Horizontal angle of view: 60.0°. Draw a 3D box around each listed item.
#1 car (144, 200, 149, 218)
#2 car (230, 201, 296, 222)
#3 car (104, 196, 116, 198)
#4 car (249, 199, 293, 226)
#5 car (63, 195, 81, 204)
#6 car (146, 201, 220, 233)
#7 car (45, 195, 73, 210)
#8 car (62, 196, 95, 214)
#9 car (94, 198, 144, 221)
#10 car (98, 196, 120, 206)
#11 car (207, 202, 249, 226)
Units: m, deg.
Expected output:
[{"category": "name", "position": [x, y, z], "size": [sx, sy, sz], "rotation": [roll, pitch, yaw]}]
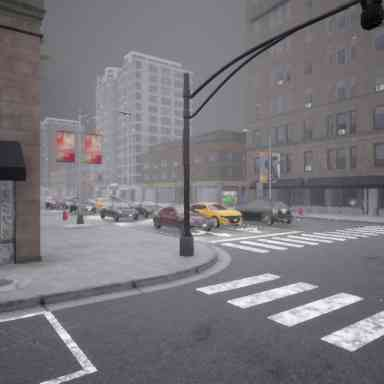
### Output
[{"category": "car", "position": [-4.208, 1.485, 30.040], "size": [1.812, 1.442, 4.674], "rotation": [0, 0, -36]}, {"category": "car", "position": [5.736, 1.509, 27.683], "size": [2.033, 1.411, 5.357], "rotation": [0, 0, -36]}, {"category": "car", "position": [-10.142, 1.422, 38.263], "size": [1.882, 1.535, 5.008], "rotation": [0, 0, -36]}, {"category": "car", "position": [4.778, 1.322, 23.462], "size": [2.097, 1.767, 4.553], "rotation": [0, 0, -36]}, {"category": "car", "position": [-21.710, 1.407, 60.181], "size": [1.837, 1.490, 4.892], "rotation": [0, 0, -36]}, {"category": "car", "position": [-0.679, 1.505, 19.589], "size": [1.812, 1.442, 4.674], "rotation": [0, 0, -35]}, {"category": "car", "position": [-17.434, 1.288, 42.866], "size": [2.097, 1.767, 4.553], "rotation": [0, 0, -35]}, {"category": "car", "position": [-11.440, 1.443, 34.500], "size": [2.128, 1.511, 4.902], "rotation": [0, 0, -36]}, {"category": "car", "position": [-5.997, 1.491, 26.964], "size": [1.812, 1.442, 4.674], "rotation": [0, 0, -36]}, {"category": "car", "position": [-13.579, 1.419, 54.457], "size": [1.837, 1.490, 4.892], "rotation": [0, 1, -36]}, {"category": "car", "position": [1.233, 1.451, 22.475], "size": [1.882, 1.535, 5.008], "rotation": [0, 0, -35]}]
